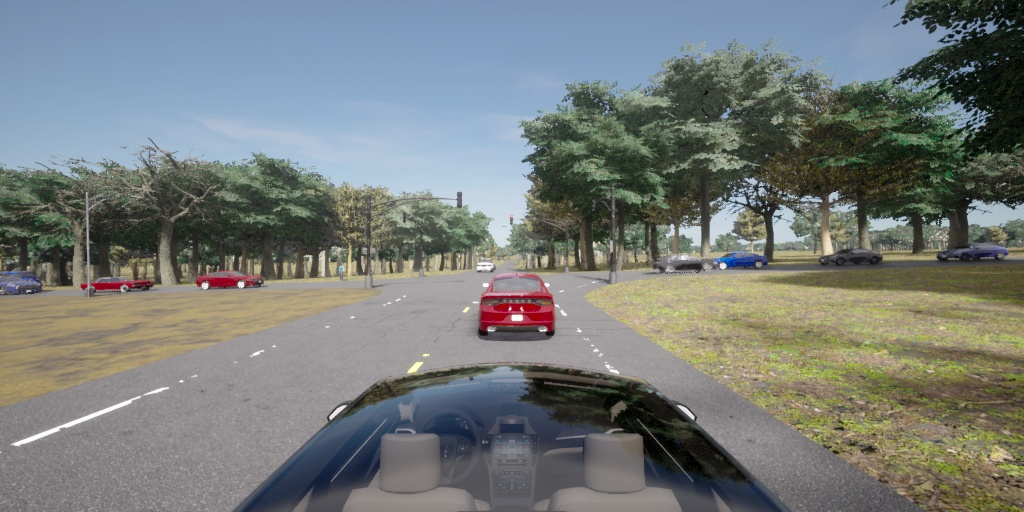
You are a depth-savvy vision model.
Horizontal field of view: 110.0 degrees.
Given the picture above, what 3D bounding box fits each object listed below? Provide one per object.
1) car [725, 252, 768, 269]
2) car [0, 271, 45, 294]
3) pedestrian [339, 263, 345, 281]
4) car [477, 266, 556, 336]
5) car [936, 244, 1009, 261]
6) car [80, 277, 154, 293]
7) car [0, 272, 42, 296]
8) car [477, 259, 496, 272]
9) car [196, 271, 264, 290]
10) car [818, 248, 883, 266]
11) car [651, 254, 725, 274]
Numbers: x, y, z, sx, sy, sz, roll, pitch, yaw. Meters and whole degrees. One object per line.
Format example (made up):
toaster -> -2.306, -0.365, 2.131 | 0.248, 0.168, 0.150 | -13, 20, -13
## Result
car -> 20.001, 0.394, 32.089 | 5.008, 1.535, 1.882 | -2, -1, 2
car -> -49.904, 2.614, 35.141 | 5.566, 2.045, 2.150 | -2, -1, 3
pedestrian -> -17.914, 1.668, 37.603 | 0.375, 1.860, 0.375 | 0, 1, 3
car -> 0.127, 1.230, 10.484 | 1.882, 1.535, 5.008 | 0, 0, 0
car -> 40.037, -0.335, 31.226 | 4.674, 1.442, 1.812 | -2, -1, 2
car -> -33.663, 2.438, 30.703 | 4.718, 1.301, 1.895 | -2, -1, 3
car -> -44.102, 2.527, 31.208 | 4.553, 1.767, 2.097 | -2, -1, 4
car -> -3.924, 1.396, 53.047 | 2.150, 2.045, 5.566 | 0, -1, 1
car -> -23.690, 1.976, 30.255 | 5.008, 1.535, 1.882 | -2, -1, 2
car -> 29.861, 0.054, 31.673 | 4.674, 1.442, 1.812 | -2, -1, 2
car -> 13.802, 0.617, 28.832 | 4.902, 1.511, 2.128 | -2, 0, 6
